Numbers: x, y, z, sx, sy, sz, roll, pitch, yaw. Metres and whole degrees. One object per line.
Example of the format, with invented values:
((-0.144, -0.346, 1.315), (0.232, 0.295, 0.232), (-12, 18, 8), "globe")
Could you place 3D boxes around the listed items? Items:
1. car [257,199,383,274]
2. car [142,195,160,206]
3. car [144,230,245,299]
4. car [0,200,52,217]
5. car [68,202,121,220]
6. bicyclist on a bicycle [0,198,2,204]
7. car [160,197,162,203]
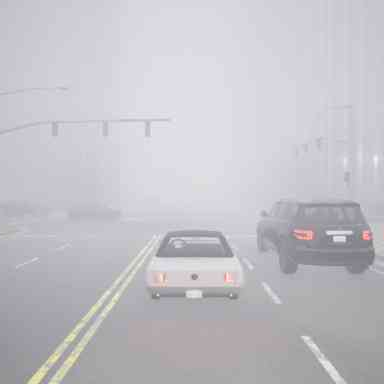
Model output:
((3.583, 1.222, 10.723), (2.150, 2.045, 5.566), (0, 0, 0), "car")
((-7.040, 1.352, 55.236), (2.097, 1.767, 4.553), (0, 0, 0), "car")
((0.067, 1.601, 8.369), (1.895, 1.301, 4.718), (0, 0, 1), "car")
((-15.790, 1.478, 31.124), (5.008, 1.535, 1.882), (0, 0, -3), "car")
((-8.040, 1.564, 27.575), (4.181, 1.385, 1.994), (0, 0, -1), "car")
((-26.380, 1.301, 45.389), (0.582, 1.620, 1.656), (0, 0, -1), "bicyclist on a bicycle")
((-6.971, 1.547, 65.756), (2.033, 1.411, 5.357), (0, 0, 1), "car")
